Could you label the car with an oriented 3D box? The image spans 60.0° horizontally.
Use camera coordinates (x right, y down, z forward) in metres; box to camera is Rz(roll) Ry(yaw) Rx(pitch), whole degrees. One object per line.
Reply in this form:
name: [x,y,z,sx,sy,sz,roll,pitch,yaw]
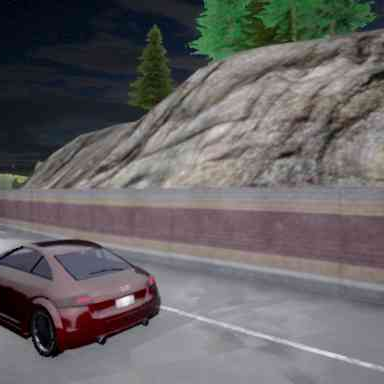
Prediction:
car: [-2.560,1.571,6.111,4.181,1.385,1.994,0,0,38]
